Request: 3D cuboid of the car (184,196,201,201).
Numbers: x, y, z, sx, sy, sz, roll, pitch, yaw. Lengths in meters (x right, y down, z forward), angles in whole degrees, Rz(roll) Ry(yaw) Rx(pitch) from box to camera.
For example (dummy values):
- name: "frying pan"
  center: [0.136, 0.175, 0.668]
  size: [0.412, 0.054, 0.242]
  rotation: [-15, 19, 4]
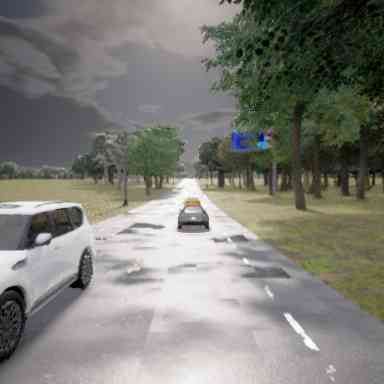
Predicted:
- name: "car"
  center: [0.081, 1.253, 39.205]
  size: [1.882, 1.535, 5.008]
  rotation: [0, 1, 0]

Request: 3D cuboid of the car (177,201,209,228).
- name: "car"
  center: [0.087, 1.519, 21.731]
  size: [1.994, 1.385, 4.181]
  rotation: [0, 0, 0]

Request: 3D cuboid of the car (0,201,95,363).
- name: "car"
  center: [-3.503, 1.225, 6.206]
  size: [2.150, 2.045, 5.566]
  rotation: [0, 0, 0]
